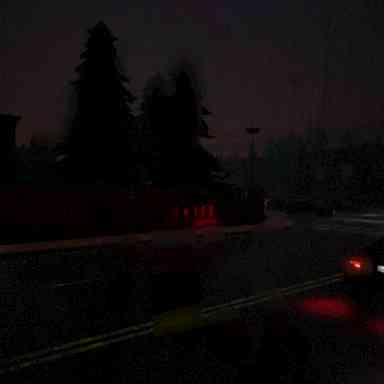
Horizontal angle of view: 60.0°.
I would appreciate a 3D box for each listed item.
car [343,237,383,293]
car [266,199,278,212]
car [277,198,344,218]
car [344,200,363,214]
[{"bbox_3d":[5.770,1.547,7.888,5.357,1.411,2.033,0,0,-35],"label":"car"},{"bbox_3d":[10.367,1.500,36.434,1.837,1.490,4.892,0,1,-35],"label":"car"},{"bbox_3d":[10.589,1.490,30.044,2.128,1.511,4.902,0,0,-35],"label":"car"},{"bbox_3d":[15.567,1.523,35.135,1.812,1.442,4.674,0,0,-35],"label":"car"}]
